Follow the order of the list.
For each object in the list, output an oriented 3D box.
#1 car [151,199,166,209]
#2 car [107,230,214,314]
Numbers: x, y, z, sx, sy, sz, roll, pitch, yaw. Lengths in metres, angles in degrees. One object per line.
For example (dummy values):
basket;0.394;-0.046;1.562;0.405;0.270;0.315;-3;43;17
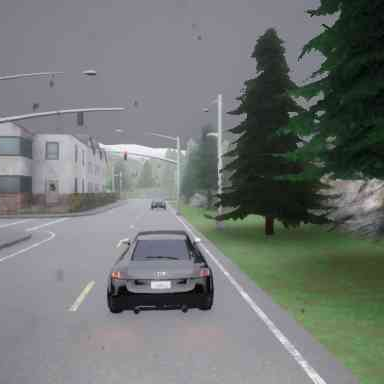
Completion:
car;-4.437;1.601;43.921;1.895;1.301;4.718;0;0;-6
car;-0.693;1.564;7.711;1.994;1.385;4.181;0;0;-5
